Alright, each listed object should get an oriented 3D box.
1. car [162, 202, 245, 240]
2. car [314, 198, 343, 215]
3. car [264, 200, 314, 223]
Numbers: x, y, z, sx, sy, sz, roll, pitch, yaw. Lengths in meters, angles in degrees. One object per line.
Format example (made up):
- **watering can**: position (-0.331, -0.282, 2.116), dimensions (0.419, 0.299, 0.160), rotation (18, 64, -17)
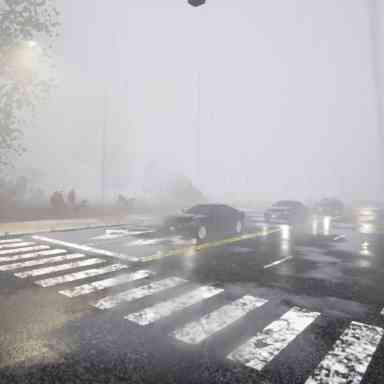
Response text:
- **car**: position (0.713, 1.261, 15.875), dimensions (1.882, 1.535, 5.008), rotation (2, 1, 38)
- **car**: position (13.044, 1.301, 31.791), dimensions (2.128, 1.511, 4.902), rotation (2, 1, 38)
- **car**: position (6.838, 1.322, 23.791), dimensions (1.812, 1.442, 4.674), rotation (2, 1, 38)
